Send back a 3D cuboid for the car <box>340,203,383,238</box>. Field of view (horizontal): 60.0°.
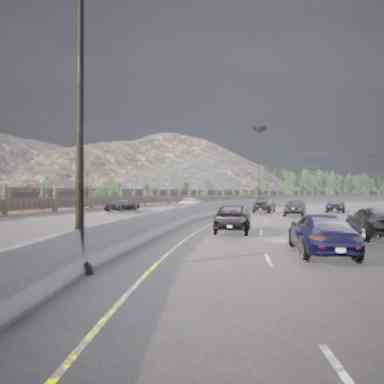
[{"bbox_3d":[8.972,1.519,16.329,1.837,1.490,4.892,0,0,11],"label":"car"}]

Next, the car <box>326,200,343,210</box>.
[{"bbox_3d":[16.375,1.615,37.804,1.895,1.301,4.718,0,0,26],"label":"car"}]

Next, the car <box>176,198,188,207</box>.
[{"bbox_3d":[-0.356,1.463,43.689,1.812,1.442,4.674,0,0,26],"label":"car"}]

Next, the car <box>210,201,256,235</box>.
[{"bbox_3d":[2.323,1.475,18.682,2.128,1.511,4.902,0,0,11],"label":"car"}]

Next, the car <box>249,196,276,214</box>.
[{"bbox_3d":[7.843,1.487,35.923,1.837,1.490,4.892,0,0,23],"label":"car"}]

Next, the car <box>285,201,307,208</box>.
[{"bbox_3d":[9.979,1.544,32.110,2.033,1.411,5.357,0,0,22],"label":"car"}]

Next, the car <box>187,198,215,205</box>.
[{"bbox_3d":[1.755,1.499,40.057,2.033,1.411,5.357,0,0,24],"label":"car"}]

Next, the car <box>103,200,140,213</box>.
[{"bbox_3d":[-7.497,1.520,35.745,1.895,1.301,4.718,0,0,21],"label":"car"}]

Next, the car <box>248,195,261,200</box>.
[{"bbox_3d":[13.937,1.410,71.339,1.882,1.535,5.008,0,0,41],"label":"car"}]

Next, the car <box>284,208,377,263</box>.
[{"bbox_3d":[4.661,1.528,11.990,1.812,1.442,4.674,0,0,8],"label":"car"}]
